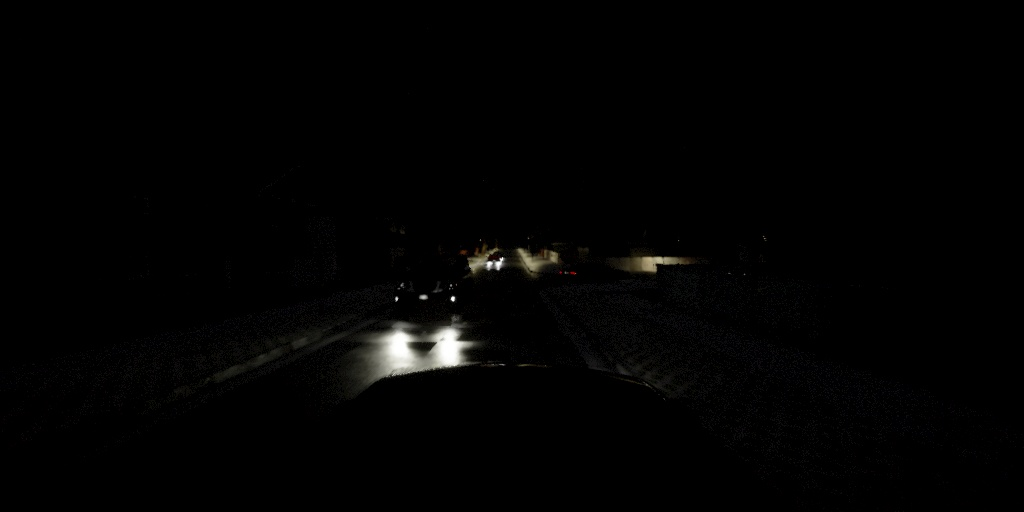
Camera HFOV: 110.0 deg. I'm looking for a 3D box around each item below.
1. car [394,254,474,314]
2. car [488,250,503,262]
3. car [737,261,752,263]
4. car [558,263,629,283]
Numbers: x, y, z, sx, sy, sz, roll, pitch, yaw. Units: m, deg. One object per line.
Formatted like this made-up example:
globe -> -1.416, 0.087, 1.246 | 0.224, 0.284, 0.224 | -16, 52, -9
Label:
car -> -2.771, 0.947, 14.053 | 2.150, 2.045, 5.566 | 0, 0, 0
car -> -2.818, 0.184, 56.563 | 1.895, 1.301, 4.718 | 0, 2, 1
car -> 27.064, 1.248, 41.647 | 4.181, 1.385, 1.994 | 0, 0, -34
car -> 5.814, 1.181, 25.460 | 5.357, 1.411, 2.033 | 0, 0, -31
